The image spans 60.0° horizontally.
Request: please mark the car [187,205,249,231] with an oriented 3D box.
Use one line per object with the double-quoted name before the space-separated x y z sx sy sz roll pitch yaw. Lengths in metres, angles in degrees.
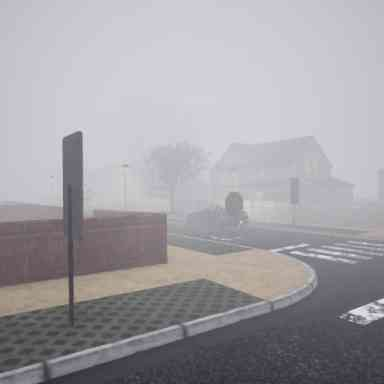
"car" 1.520 1.575 21.427 2.128 1.511 4.902 0 0 -34
